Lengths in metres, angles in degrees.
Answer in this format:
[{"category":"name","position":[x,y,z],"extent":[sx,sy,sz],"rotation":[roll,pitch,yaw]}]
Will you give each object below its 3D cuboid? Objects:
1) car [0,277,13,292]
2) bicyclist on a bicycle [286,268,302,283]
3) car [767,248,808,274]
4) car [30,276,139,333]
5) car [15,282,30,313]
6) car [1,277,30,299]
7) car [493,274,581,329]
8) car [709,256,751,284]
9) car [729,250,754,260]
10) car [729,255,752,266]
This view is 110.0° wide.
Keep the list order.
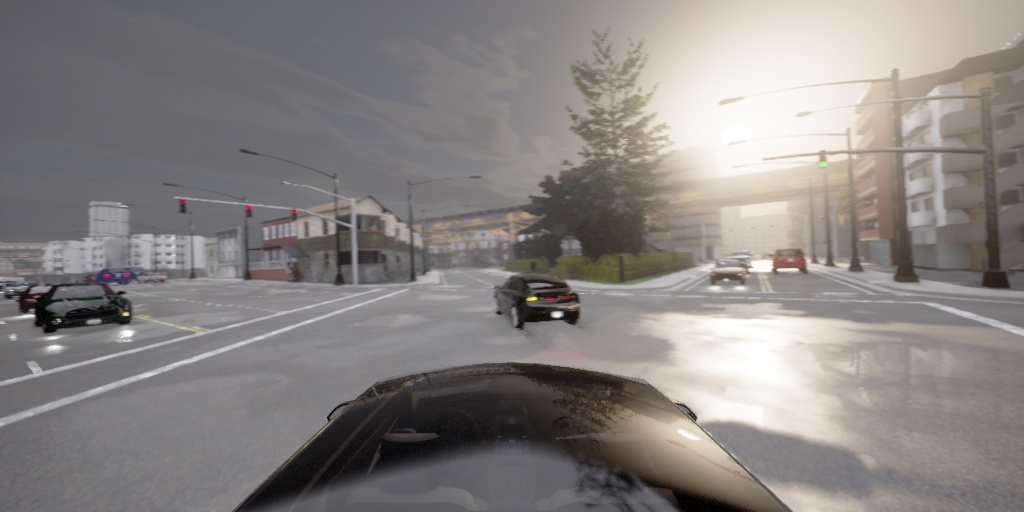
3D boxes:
[{"category":"car","position":[-52.253,2.909,37.593],"extent":[4.674,1.442,1.812],"rotation":[-2,0,34]},{"category":"bicyclist on a bicycle","position":[-23.129,2.063,37.998],"extent":[0.582,1.620,1.656],"rotation":[-1,0,33]},{"category":"car","position":[22.722,0.374,29.567],"extent":[2.150,2.045,5.566],"rotation":[-3,-1,34]},{"category":"car","position":[-16.795,1.838,14.033],"extent":[4.553,1.767,2.097],"rotation":[-2,-1,33]},{"category":"car","position":[-26.745,2.363,20.625],"extent":[4.674,1.442,1.812],"rotation":[-2,0,33]},{"category":"car","position":[-39.334,2.665,28.963],"extent":[4.718,1.301,1.895],"rotation":[-1,0,34]},{"category":"car","position":[0.613,1.329,11.733],"extent":[1.837,1.490,4.892],"rotation":[-2,-1,-14]},{"category":"car","position":[13.911,0.975,23.049],"extent":[2.033,1.411,5.357],"rotation":[-3,-1,34]},{"category":"car","position":[28.539,0.317,44.697],"extent":[2.150,2.045,5.566],"rotation":[-3,-1,34]},{"category":"car","position":[19.605,0.862,31.494],"extent":[1.994,1.385,4.181],"rotation":[-3,-1,34]}]
